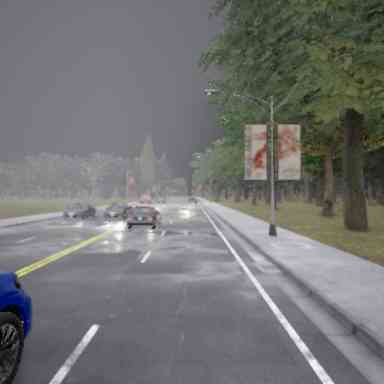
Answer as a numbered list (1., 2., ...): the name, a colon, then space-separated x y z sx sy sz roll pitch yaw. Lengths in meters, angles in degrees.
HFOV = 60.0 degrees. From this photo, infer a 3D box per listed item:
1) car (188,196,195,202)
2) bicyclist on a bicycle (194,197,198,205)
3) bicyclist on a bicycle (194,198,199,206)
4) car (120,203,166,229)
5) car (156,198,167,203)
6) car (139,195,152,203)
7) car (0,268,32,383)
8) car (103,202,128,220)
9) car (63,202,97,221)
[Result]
1. car: -0.064 1.931 86.368 1.837 1.490 4.892 0 0 0
2. bicyclist on a bicycle: 0.841 1.887 70.383 0.866 1.612 1.509 0 -1 0
3. bicyclist on a bicycle: 0.843 1.826 61.469 0.866 1.612 1.509 0 -1 0
4. car: -3.165 1.684 22.712 2.033 1.411 5.357 0 0 0
5. car: -6.553 1.905 71.603 1.994 1.385 4.181 0 0 0
6. car: -9.803 1.645 70.955 2.150 2.045 5.566 0 0 0
7. car: -3.152 1.234 1.967 2.150 2.045 5.566 0 0 0
8. car: -6.618 1.673 30.053 2.128 1.511 4.902 0 0 0
9. car: -9.866 1.671 29.600 2.128 1.511 4.902 0 0 0
